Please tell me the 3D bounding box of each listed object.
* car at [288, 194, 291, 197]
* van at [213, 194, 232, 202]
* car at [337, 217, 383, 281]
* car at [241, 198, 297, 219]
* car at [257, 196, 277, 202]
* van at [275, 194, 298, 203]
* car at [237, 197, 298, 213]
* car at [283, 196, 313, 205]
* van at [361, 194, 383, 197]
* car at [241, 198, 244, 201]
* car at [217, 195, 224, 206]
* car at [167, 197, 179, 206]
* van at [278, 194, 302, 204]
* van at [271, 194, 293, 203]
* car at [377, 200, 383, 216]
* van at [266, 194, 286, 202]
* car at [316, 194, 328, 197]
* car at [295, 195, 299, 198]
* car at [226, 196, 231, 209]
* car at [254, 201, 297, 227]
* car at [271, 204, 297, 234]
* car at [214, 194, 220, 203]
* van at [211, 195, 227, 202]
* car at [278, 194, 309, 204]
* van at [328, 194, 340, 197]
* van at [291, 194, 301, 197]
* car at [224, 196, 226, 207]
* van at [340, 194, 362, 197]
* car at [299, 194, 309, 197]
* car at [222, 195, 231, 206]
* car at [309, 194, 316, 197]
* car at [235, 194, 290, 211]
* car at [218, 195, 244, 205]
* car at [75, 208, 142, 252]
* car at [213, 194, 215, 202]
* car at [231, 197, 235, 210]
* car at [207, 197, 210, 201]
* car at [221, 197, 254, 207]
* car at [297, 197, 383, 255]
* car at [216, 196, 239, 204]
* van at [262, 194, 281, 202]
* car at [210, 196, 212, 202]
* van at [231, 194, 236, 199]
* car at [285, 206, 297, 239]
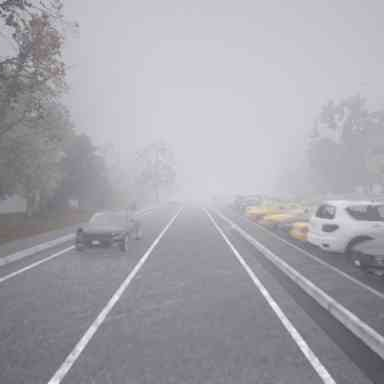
[{"bbox_3d":[20.336,1.636,61.200,4.674,1.452,2.002,0,0,0],"label":"car"},{"bbox_3d":[7.304,1.529,80.847,4.442,1.987,1.878,0,-1,0],"label":"van"},{"bbox_3d":[6.829,1.579,8.695,5.008,1.535,2.097,0,0,0],"label":"car"},{"bbox_3d":[6.777,1.499,25.473,5.366,1.575,1.946,0,0,0],"label":"car"},{"bbox_3d":[20.585,1.965,91.648,5.008,1.535,2.097,0,-1,0],"label":"car"},{"bbox_3d":[20.546,1.414,72.281,4.442,1.987,1.878,0,0,0],"label":"van"},{"bbox_3d":[7.001,1.494,30.892,4.892,1.521,2.231,0,0,0],"label":"car"},{"bbox_3d":[20.355,1.607,63.971,5.008,1.535,2.097,0,0,0],"label":"car"},{"bbox_3d":[20.000,1.264,33.486,4.442,1.987,1.878,0,0,0],"label":"van"},{"bbox_3d":[7.169,1.492,28.123,5.366,1.575,1.946,0,0,0],"label":"car"},{"bbox_3d":[6.982,1.558,50.327,5.366,1.575,1.946,0,0,0],"label":"car"},{"bbox_3d":[-3.124,1.613,56.279,1.812,1.442,4.674,0,0,1],"label":"car"},{"bbox_3d":[20.524,1.403,69.636,4.442,1.987,1.878,0,0,0],"label":"van"},{"bbox_3d":[20.337,1.425,75.186,4.442,1.987,1.878,0,-1,0],"label":"van"},{"bbox_3d":[20.115,1.515,30.732,4.792,1.488,2.163,0,0,0],"label":"car"},{"bbox_3d":[20.381,1.518,80.577,4.442,1.987,1.878,0,-1,0],"label":"van"},{"bbox_3d":[20.172,1.279,44.581,5.566,2.045,2.435,0,0,0],"label":"car"},{"bbox_3d":[20.296,1.615,55.785,4.674,1.452,2.002,0,0,0],"label":"car"},{"bbox_3d":[7.070,1.558,41.997,4.792,1.488,2.163,0,0,0],"label":"car"},{"bbox_3d":[6.730,1.523,19.800,5.366,1.575,1.946,0,0,0],"label":"car"},{"bbox_3d":[6.898,1.540,17.023,4.892,1.521,2.231,0,0,0],"label":"car"},{"bbox_3d":[7.051,1.591,58.655,5.366,1.575,1.946,0,0,0],"label":"car"},{"bbox_3d":[7.652,1.807,94.723,4.442,1.987,1.878,0,-1,0],"label":"van"},{"bbox_3d":[20.356,1.367,66.867,5.566,2.045,2.435,0,0,0],"label":"car"},{"bbox_3d":[20.061,1.294,41.812,4.442,1.987,1.878,0,0,0],"label":"van"},{"bbox_3d":[20.433,1.360,58.556,4.442,1.987,1.878,0,0,0],"label":"van"},{"bbox_3d":[7.093,1.569,44.773,4.792,1.488,2.163,0,0,0],"label":"car"},{"bbox_3d":[20.271,1.283,39.040,4.442,1.987,1.878,0,0,0],"label":"van"},{"bbox_3d":[20.264,1.563,52.891,5.008,1.535,2.097,0,0,0],"label":"car"},{"bbox_3d":[7.116,1.580,47.549,4.792,1.488,2.163,0,0,0],"label":"car"},{"bbox_3d":[20.195,1.290,47.351,5.566,2.045,2.435,0,0,0],"label":"car"},{"bbox_3d":[7.061,1.372,33.671,4.553,1.767,2.185,0,0,0],"label":"car"},{"bbox_3d":[7.228,1.479,61.430,4.553,1.767,2.185,0,0,0],"label":"car"},{"bbox_3d":[-3.341,1.478,14.058,1.882,1.535,5.008,0,0,0],"label":"car"},{"bbox_3d":[7.300,1.626,66.982,5.008,1.535,2.097,0,0,0],"label":"car"},{"bbox_3d":[7.082,1.536,36.444,4.792,1.488,2.163,0,0,0],"label":"car"},{"bbox_3d":[7.518,1.977,91.943,5.008,1.535,2.097,0,-1,0],"label":"car"},{"bbox_3d":[7.197,1.573,53.101,4.892,1.521,2.231,0,0,0],"label":"car"},{"bbox_3d":[6.875,1.314,11.469,5.566,2.045,2.435,0,0,0],"label":"car"},{"bbox_3d":[7.331,1.677,69.757,4.674,1.452,2.002,0,0,0],"label":"car"},{"bbox_3d":[20.661,1.629,86.113,4.442,1.987,1.878,0,-1,0],"label":"van"},{"bbox_3d":[7.403,1.408,75.311,5.566,2.045,2.435,0,0,0],"label":"car"},{"bbox_3d":[7.192,1.291,39.221,4.442,1.987,1.878,0,0,0],"label":"van"},{"bbox_3d":[7.055,1.549,14.245,5.366,1.575,1.946,0,0,0],"label":"car"}]
